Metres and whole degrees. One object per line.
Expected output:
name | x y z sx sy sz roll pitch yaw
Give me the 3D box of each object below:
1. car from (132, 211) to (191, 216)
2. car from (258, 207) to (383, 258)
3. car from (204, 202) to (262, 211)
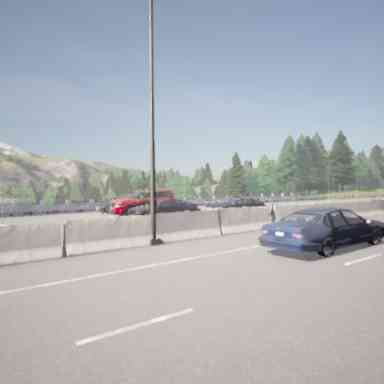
car | -1.982 1.194 24.248 5.357 1.411 2.033 -2 1 -36
car | 4.664 1.247 11.515 5.357 1.411 2.033 -2 1 -36
car | 3.050 1.047 23.588 4.902 1.511 2.128 -2 1 -36
